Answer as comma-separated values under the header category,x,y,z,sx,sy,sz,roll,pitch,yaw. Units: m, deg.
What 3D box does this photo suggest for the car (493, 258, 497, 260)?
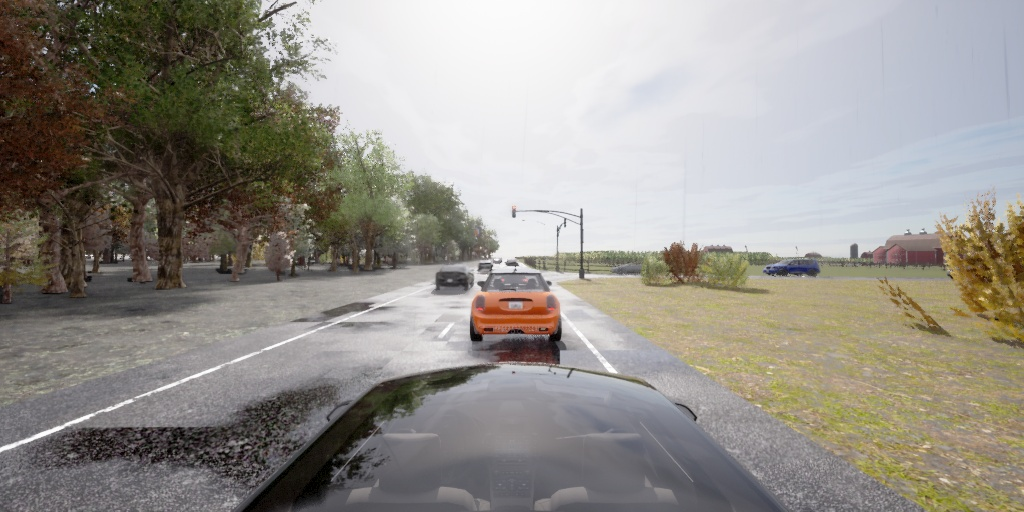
category,x,y,z,sx,sy,sz,roll,pitch,yaw
car,-3.531,1.248,49.247,2.128,1.511,4.902,0,0,0

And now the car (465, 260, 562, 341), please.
category,x,y,z,sx,sy,sz,roll,pitch,yaw
car,0.079,1.104,9.993,2.097,1.767,4.553,0,0,0

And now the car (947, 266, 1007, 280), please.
category,x,y,z,sx,sy,sz,roll,pitch,yaw
car,48.883,1.772,37.669,4.902,1.511,2.128,1,-1,1

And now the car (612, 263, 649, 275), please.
category,x,y,z,sx,sy,sz,roll,pitch,yaw
car,13.698,1.524,41.540,4.181,1.385,1.994,1,-1,3

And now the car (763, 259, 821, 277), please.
category,x,y,z,sx,sy,sz,roll,pitch,yaw
car,32.240,1.381,41.332,5.566,2.045,2.150,1,-1,0

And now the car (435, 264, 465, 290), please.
category,x,y,z,sx,sy,sz,roll,pitch,yaw
car,-3.455,1.232,22.359,1.882,1.535,5.008,0,0,0
